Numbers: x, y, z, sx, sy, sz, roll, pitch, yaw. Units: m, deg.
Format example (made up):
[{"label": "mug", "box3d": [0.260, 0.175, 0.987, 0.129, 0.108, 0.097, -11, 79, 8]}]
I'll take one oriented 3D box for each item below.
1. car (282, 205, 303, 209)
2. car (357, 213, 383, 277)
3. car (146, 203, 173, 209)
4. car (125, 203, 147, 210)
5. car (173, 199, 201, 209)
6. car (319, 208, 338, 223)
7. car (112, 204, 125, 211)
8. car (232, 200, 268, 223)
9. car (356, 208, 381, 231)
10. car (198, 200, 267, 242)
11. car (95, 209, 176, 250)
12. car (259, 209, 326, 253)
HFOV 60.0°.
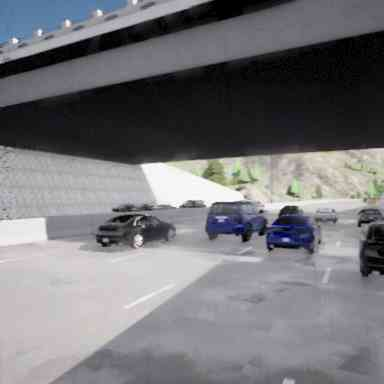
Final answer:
[{"label": "car", "box3d": [10.404, 2.099, 34.613, 1.882, 1.535, 5.008, -1, -1, 26]}, {"label": "car", "box3d": [6.334, 1.667, 10.469, 1.882, 1.535, 5.008, -1, -1, 26]}, {"label": "car", "box3d": [-3.866, 2.348, 45.683, 1.812, 1.442, 4.674, -1, -1, 26]}, {"label": "car", "box3d": [-6.820, 2.350, 47.603, 2.128, 1.511, 4.902, -1, -1, 26]}, {"label": "car", "box3d": [0.030, 2.043, 45.683, 2.150, 2.045, 5.566, -1, -1, 26]}, {"label": "car", "box3d": [12.575, 2.158, 31.095, 1.895, 1.301, 4.718, -1, -1, 26]}, {"label": "car", "box3d": [-9.685, 2.443, 49.709, 2.033, 1.411, 5.357, -1, -1, 26]}, {"label": "car", "box3d": [5.974, 1.826, 33.540, 2.150, 2.045, 5.566, -1, -1, 26]}, {"label": "car", "box3d": [14.557, 2.035, 27.202, 2.033, 1.411, 5.357, -1, -1, 26]}, {"label": "car", "box3d": [2.633, 1.558, 18.765, 2.150, 2.045, 5.566, -1, -2, 26]}, {"label": "car", "box3d": [-2.554, 1.801, 16.168, 1.837, 1.490, 4.892, -1, -1, 26]}, {"label": "car", "box3d": [4.760, 1.752, 15.167, 1.882, 1.535, 5.008, -1, -1, 26]}]
